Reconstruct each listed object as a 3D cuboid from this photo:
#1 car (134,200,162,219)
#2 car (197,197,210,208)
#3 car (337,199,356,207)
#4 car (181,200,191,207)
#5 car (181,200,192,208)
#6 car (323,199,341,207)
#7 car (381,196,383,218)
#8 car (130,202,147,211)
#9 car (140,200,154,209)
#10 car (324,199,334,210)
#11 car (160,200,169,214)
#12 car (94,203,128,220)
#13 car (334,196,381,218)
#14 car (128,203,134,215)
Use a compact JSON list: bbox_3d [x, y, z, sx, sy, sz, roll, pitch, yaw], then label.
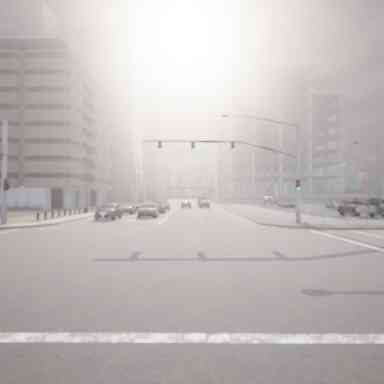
[{"bbox_3d":[-4.546,1.941,34.832,1.837,1.490,4.892,0,-1,0],"label":"car"},{"bbox_3d":[2.349,2.260,62.622,1.882,1.535,5.008,0,-1,0],"label":"car"},{"bbox_3d":[30.749,2.191,66.306,1.784,1.438,3.905,0,-1,0],"label":"car"},{"bbox_3d":[-1.222,2.447,72.571,2.033,1.411,5.357,0,-1,0],"label":"car"},{"bbox_3d":[-1.048,2.269,62.156,2.128,1.511,4.902,0,-1,0],"label":"car"},{"bbox_3d":[27.854,2.223,66.295,1.970,1.475,3.806,0,-1,0],"label":"car"},{"bbox_3d":[19.506,1.577,33.699,1.905,1.878,3.866,0,-1,0],"label":"car"},{"bbox_3d":[-8.163,2.206,51.353,1.994,1.385,4.181,0,-1,-1],"label":"car"},{"bbox_3d":[-8.192,2.246,61.477,1.882,1.535,5.008,0,-1,0],"label":"car"},{"bbox_3d":[22.144,2.034,51.172,1.970,1.475,3.806,0,-1,0],"label":"car"},{"bbox_3d":[-4.611,1.902,43.977,2.097,1.767,4.553,0,-1,-1],"label":"car"},{"bbox_3d":[-8.026,1.895,32.211,2.128,1.511,4.902,0,-1,0],"label":"car"},{"bbox_3d":[16.612,1.575,33.743,1.932,1.855,4.605,0,-1,0],"label":"car"},{"bbox_3d":[-8.086,2.043,41.360,1.812,1.442,4.674,0,-1,0],"label":"car"}]
